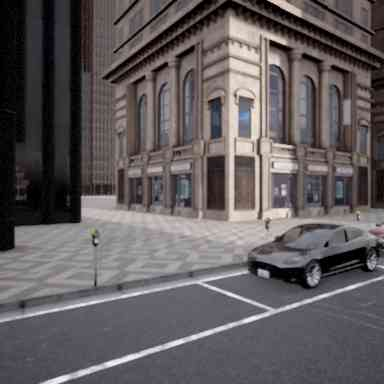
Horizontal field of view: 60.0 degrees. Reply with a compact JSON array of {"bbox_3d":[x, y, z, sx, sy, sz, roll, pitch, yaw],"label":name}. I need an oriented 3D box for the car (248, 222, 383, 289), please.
[{"bbox_3d":[3.470,1.556,9.163,4.313,1.339,1.947,0,0,-36],"label":"car"}]
